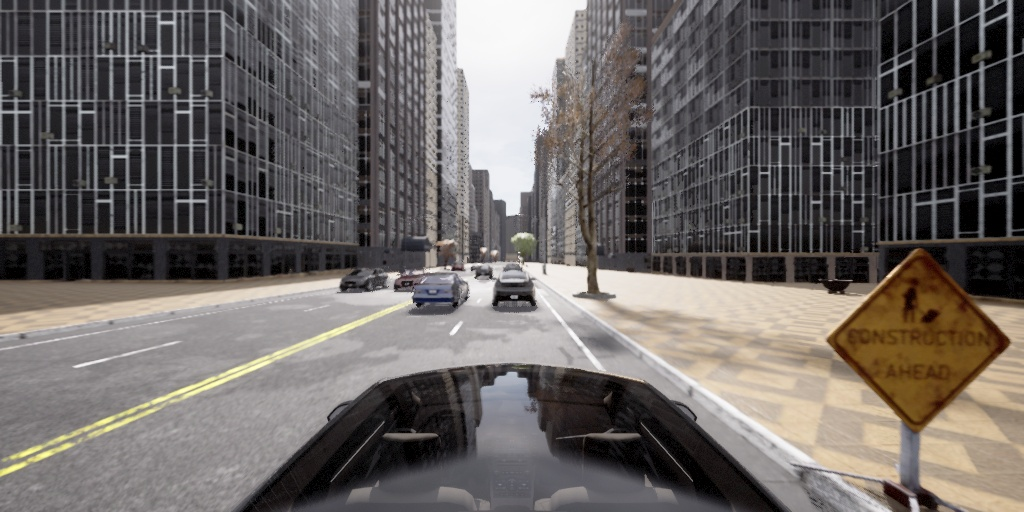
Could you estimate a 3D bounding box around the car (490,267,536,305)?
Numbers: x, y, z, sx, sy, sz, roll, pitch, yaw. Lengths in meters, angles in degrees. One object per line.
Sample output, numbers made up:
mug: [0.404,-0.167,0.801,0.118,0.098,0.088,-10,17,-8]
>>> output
car: [0.098,1.460,17.268,1.837,1.490,4.892,0,0,0]

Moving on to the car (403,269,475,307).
car: [-3.150,1.495,16.731,2.033,1.411,5.357,0,-1,0]

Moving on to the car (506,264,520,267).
car: [0.097,1.575,37.883,2.097,1.767,4.553,0,-1,0]

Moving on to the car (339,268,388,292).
car: [-9.850,1.553,24.250,1.837,1.490,4.892,0,-1,0]

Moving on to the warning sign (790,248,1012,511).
warning sign: [2.850,0.876,2.574,1.300,1.860,1.060,0,0,0]

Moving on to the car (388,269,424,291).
car: [-6.600,1.614,24.510,1.994,1.385,4.181,0,-1,0]

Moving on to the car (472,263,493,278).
car: [-3.152,1.793,41.163,1.812,1.442,4.674,0,-1,0]
